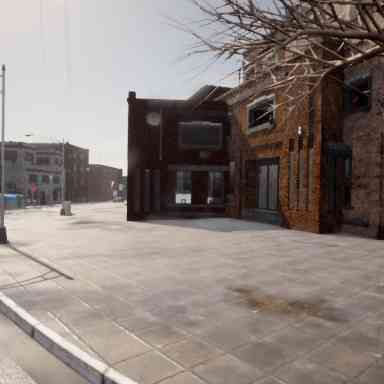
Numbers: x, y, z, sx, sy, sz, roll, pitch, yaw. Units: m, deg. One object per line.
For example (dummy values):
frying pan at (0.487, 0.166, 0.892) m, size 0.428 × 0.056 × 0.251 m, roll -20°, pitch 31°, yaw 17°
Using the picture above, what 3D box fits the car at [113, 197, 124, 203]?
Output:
car at (-18.512, 1.949, 83.532) m, size 1.837 × 1.490 × 4.892 m, roll 1°, pitch 0°, yaw 2°
